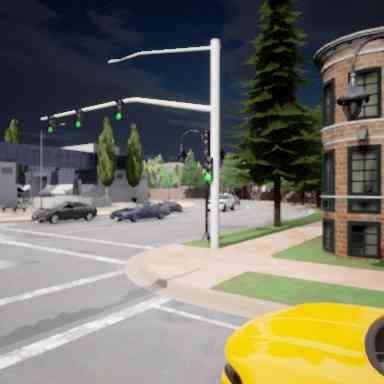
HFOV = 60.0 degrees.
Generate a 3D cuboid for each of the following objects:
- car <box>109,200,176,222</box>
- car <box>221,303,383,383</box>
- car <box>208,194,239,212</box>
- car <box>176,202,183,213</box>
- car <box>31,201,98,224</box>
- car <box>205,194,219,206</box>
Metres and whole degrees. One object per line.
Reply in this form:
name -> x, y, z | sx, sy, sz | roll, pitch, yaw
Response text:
car -> -3.912, 1.527, 26.135 | 2.033, 1.411, 5.357 | 0, 0, 35
car -> 2.544, 1.479, 2.152 | 5.008, 1.535, 1.882 | 0, 0, 36
car -> 3.331, 1.201, 38.317 | 2.150, 2.045, 5.566 | 0, 0, 23
car -> -2.711, 1.538, 34.412 | 1.994, 1.385, 4.181 | 0, 0, 30
car -> -9.296, 1.480, 24.594 | 1.837, 1.490, 4.892 | 0, 0, 35
car -> 3.365, 1.318, 55.461 | 2.097, 1.767, 4.553 | 0, 0, 1
